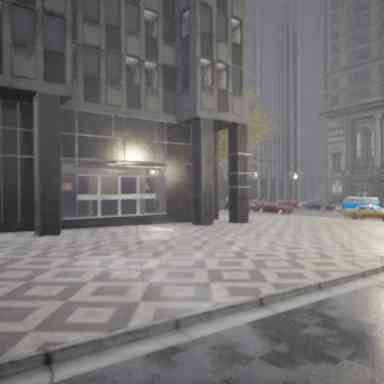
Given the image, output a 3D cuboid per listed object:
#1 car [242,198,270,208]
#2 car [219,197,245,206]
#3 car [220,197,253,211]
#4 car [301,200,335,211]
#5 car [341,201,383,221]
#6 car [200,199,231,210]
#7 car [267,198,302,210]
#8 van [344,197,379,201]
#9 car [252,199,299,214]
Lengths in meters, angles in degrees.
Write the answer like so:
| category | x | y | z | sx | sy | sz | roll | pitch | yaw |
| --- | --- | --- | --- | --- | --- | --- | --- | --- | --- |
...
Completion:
| category | x | y | z | sx | sy | sz | roll | pitch | yaw |
| --- | --- | --- | --- | --- | --- | --- | --- | --- | --- |
| car | 9.828 | 1.675 | 51.420 | 1.802 | 1.307 | 4.206 | -1 | 0 | -36 |
| car | 6.665 | 1.630 | 55.812 | 2.008 | 1.369 | 4.403 | -1 | 0 | -36 |
| car | 6.282 | 1.506 | 41.755 | 2.192 | 1.841 | 5.009 | 0 | 0 | -36 |
| car | 16.157 | 1.688 | 42.635 | 1.947 | 1.339 | 4.313 | 0 | 0 | -36 |
| car | 15.652 | 1.763 | 28.738 | 1.752 | 1.417 | 4.829 | 0 | 0 | -36 |
| car | 3.192 | 1.728 | 46.048 | 2.008 | 1.369 | 4.403 | 0 | 0 | -36 |
| car | 12.993 | 1.652 | 47.027 | 1.887 | 1.381 | 4.507 | 0 | 0 | -36 |
| van | 19.319 | 1.479 | 38.241 | 1.690 | 1.788 | 3.998 | 0 | 0 | -36 |
| car | 9.374 | 1.751 | 37.465 | 1.887 | 1.381 | 4.507 | 0 | 0 | -36 |
